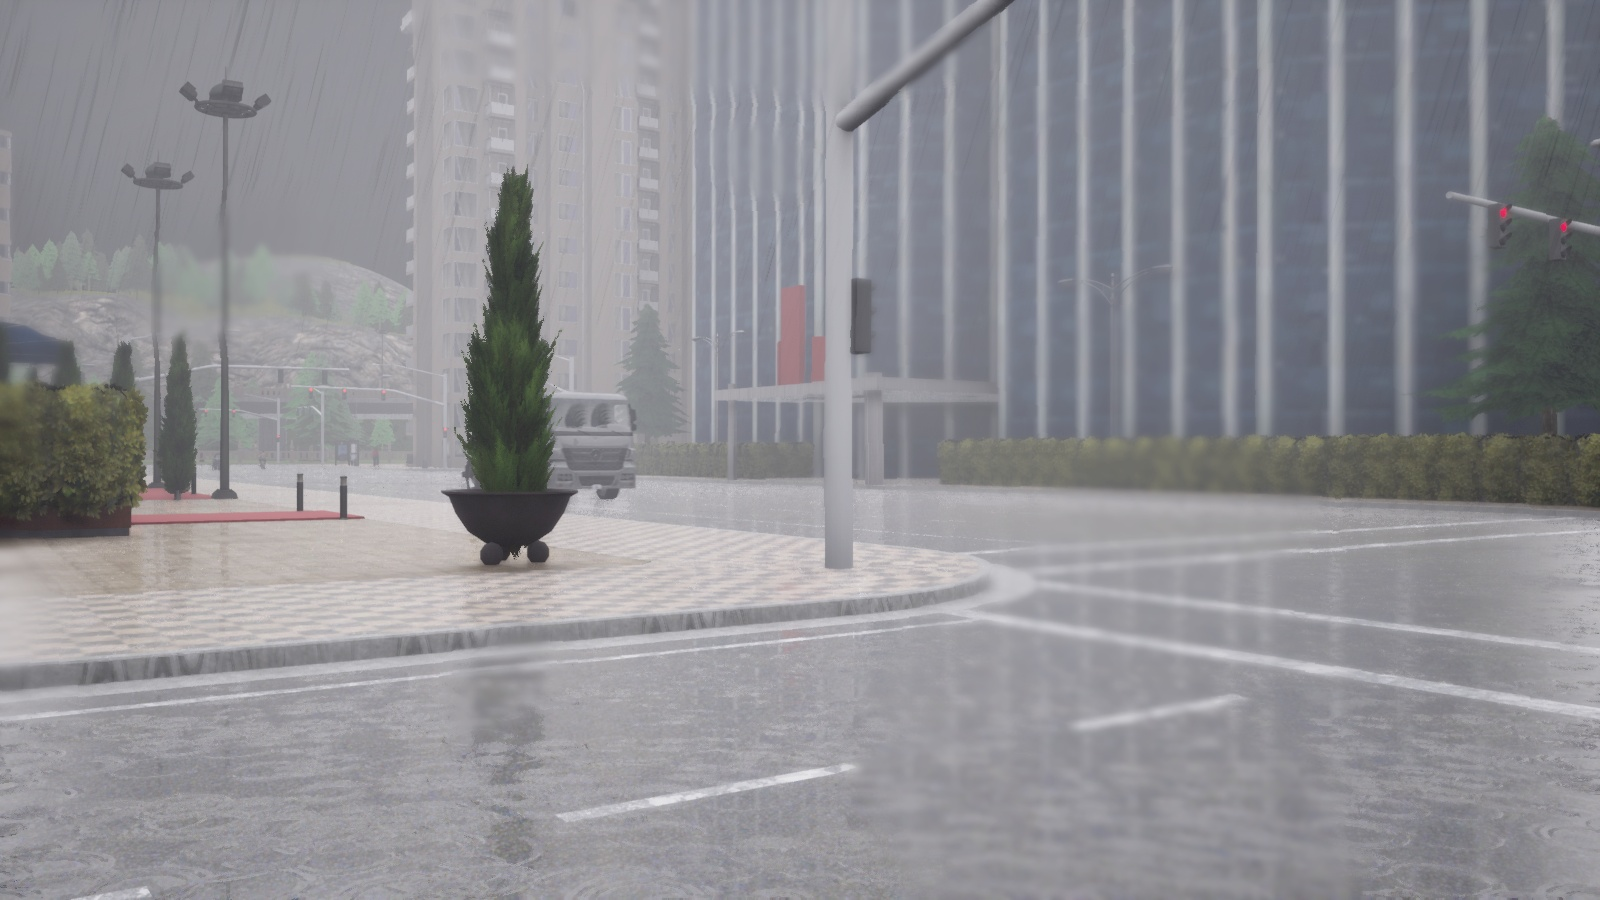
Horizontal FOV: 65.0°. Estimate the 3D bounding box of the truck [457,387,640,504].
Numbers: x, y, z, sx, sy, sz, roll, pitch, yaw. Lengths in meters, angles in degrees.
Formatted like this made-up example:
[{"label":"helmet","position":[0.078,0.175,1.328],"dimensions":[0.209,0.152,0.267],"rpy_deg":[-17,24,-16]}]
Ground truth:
[{"label":"truck","position":[-8.380,-0.119,41.012],"dimensions":[2.891,3.462,7.936],"rpy_deg":[0,0,-35]}]
